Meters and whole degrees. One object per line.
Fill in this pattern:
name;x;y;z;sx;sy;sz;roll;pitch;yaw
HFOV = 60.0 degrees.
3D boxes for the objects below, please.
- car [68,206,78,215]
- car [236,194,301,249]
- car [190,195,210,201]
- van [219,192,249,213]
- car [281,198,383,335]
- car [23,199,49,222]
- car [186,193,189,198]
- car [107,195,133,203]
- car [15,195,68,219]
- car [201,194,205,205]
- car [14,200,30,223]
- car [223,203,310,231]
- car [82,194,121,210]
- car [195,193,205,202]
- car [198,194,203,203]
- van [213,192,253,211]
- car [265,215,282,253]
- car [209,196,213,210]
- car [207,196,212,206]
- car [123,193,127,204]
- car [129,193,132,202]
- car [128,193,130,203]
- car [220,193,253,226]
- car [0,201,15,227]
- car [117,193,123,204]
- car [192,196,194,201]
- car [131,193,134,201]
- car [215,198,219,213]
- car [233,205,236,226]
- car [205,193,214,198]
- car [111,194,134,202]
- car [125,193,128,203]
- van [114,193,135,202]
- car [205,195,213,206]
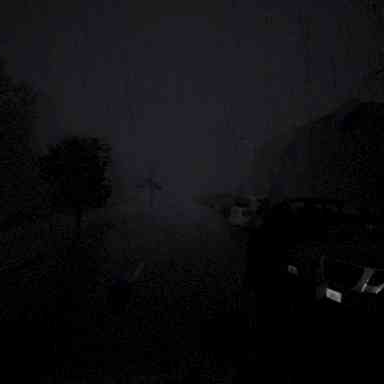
car;-13.385;1.495;30.702;5.366;1.575;1.946;-1;0;-20
car;4.748;1.227;11.968;5.566;2.045;2.435;1;0;-20
car;2.001;1.477;84.238;4.792;1.488;2.163;1;0;-26
van;4.577;1.247;23.931;4.442;1.987;1.878;1;0;-20
car;4.718;1.229;5.927;5.566;2.045;2.435;1;0;-20
car;-13.494;1.531;24.700;4.792;1.488;2.163;-1;0;-20
car;1.957;1.438;81.178;5.366;1.575;1.946;1;0;-26
car;-15.580;1.502;71.986;5.366;1.575;1.946;-1;0;-25
car;-13.564;1.250;27.648;5.566;2.045;2.435;-1;0;-20
car;4.320;1.462;48.110;5.008;1.535;2.097;1;0;-22
car;-13.533;1.532;21.696;4.792;1.488;2.163;-1;0;-20
car;4.695;1.476;20.968;5.008;1.535;2.097;1;0;-20
car;-14.061;1.500;51.379;5.008;1.535;2.097;-1;0;-22
car;3.921;1.204;57.147;5.566;2.045;2.435;1;0;-23
car;4.094;1.458;54.143;5.008;1.535;2.097;1;0;-23
van;4.547;1.245;29.956;4.442;1.987;1.878;1;0;-20
car;4.703;1.508;8.935;4.792;1.488;2.163;1;0;-20
car;4.801;1.470;33.085;5.366;1.575;1.946;1;0;-21
car;4.606;1.469;36.027;5.008;1.535;2.097;1;0;-21
car;-14.534;1.501;57.219;5.366;1.575;1.946;-1;0;-23
car;-14.938;1.542;66.159;4.674;1.452;2.002;-1;0;-24
car;-14.726;1.542;63.206;4.674;1.452;2.002;-1;0;-24
car;4.729;1.226;17.977;5.566;2.045;2.435;1;0;-20
car;-13.321;1.497;18.800;5.366;1.575;1.946;-1;0;-20
car;-14.239;1.376;54.329;4.553;1.767;2.185;-1;0;-23
car;3.171;1.489;69.225;4.674;1.452;2.002;1;0;-25
car;-15.002;1.496;69.193;5.366;1.575;1.946;-1;0;-24
car;4.696;1.503;27.001;4.792;1.488;2.163;1;0;-20
car;4.714;1.477;14.957;5.008;1.535;2.097;1;0;-20
car;4.469;1.340;42.064;4.553;1.767;2.185;1;0;-22
car;-15.644;1.377;75.026;4.553;1.767;2.185;-1;0;-25
car;-14.511;1.375;60.261;4.553;1.767;2.185;-1;0;-23
van;-15.852;1.276;78.013;4.442;1.987;1.878;-1;0;-25
car;4.539;1.469;39.045;4.892;1.521;2.231;1;0;-21
